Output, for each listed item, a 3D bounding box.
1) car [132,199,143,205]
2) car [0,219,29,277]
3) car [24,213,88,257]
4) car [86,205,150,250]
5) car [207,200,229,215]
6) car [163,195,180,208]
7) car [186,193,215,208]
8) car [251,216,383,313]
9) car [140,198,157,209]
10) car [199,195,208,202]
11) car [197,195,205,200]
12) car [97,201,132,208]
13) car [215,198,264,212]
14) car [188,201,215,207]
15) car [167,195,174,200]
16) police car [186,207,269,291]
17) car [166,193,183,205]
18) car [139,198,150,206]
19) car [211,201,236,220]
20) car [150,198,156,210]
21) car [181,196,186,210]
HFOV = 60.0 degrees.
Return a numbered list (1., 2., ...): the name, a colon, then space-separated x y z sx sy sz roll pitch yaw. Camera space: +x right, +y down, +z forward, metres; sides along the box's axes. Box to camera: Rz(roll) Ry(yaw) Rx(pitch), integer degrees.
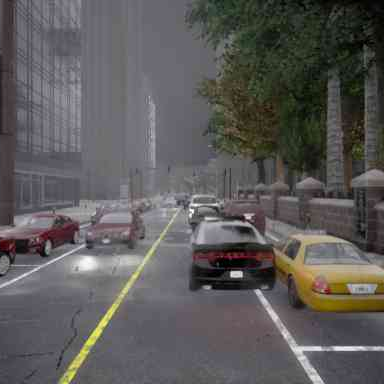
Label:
1. car: -5.841 1.559 29.316 2.008 1.369 4.403 0 0 0
2. car: -5.783 1.545 7.488 1.887 1.381 4.507 0 0 0
3. car: -5.797 1.546 12.945 1.887 1.381 4.507 0 0 0
4. car: -3.139 1.528 14.448 1.812 1.442 4.674 0 0 0
5. car: 2.670 1.576 34.798 1.947 1.339 4.313 0 0 0
6. car: -3.127 1.542 47.969 1.812 1.442 4.674 0 0 0
7. car: 0.834 1.231 25.087 2.150 2.045 5.566 0 0 0
8. car: 2.742 1.526 7.685 1.752 1.417 4.829 0 0 0
9. car: -5.884 1.541 45.517 1.752 1.417 4.829 0 0 0
10. car: 2.556 1.478 77.680 1.967 1.590 4.097 0 0 0
11. car: 2.512 1.603 93.992 2.008 1.369 4.403 0 0 0
12. car: -5.826 1.446 23.859 1.967 1.590 4.097 0 0 0
13. car: 2.713 1.319 18.428 2.192 1.841 5.009 0 0 0
14. car: 0.849 1.510 19.057 1.837 1.490 4.892 0 0 0
15. car: -6.013 1.634 93.969 1.802 1.307 4.206 0 0 0
16. police car: 0.876 1.426 9.167 1.930 1.638 5.238 0 0 0
17. car: -1.764 1.370 54.998 2.097 1.767 4.553 1 0 -38
18. car: -5.855 1.555 34.773 1.887 1.381 4.507 0 0 0
19. car: 2.684 1.533 29.511 1.752 1.417 4.829 0 0 0
20. car: -5.870 1.453 40.230 1.967 1.590 4.097 0 0 0
21. car: -0.117 1.540 43.907 1.812 1.442 4.674 0 0 0
